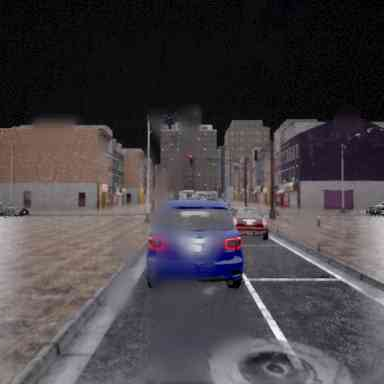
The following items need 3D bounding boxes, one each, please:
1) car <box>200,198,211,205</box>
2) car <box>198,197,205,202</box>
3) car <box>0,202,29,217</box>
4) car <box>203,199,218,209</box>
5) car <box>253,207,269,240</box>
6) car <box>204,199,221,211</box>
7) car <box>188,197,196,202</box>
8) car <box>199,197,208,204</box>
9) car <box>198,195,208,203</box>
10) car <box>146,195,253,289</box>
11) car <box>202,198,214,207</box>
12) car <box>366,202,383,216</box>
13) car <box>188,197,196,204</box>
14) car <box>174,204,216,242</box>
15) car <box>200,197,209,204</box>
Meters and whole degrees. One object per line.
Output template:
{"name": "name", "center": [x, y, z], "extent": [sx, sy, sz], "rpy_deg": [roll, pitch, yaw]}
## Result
{"name": "car", "center": [2.644, 1.813, 65.718], "extent": [1.947, 1.339, 4.313], "rpy_deg": [1, -1, 0]}
{"name": "car", "center": [2.638, 2.098, 92.906], "extent": [1.802, 1.307, 4.206], "rpy_deg": [1, -1, 0]}
{"name": "car", "center": [-16.707, 1.606, 29.297], "extent": [4.181, 1.385, 1.994], "rpy_deg": [0, -2, 0]}
{"name": "car", "center": [2.647, 1.693, 49.406], "extent": [1.947, 1.339, 4.313], "rpy_deg": [1, 0, 0]}
{"name": "car", "center": [2.659, 1.454, 17.222], "extent": [1.967, 1.590, 4.097], "rpy_deg": [2, 0, 0]}
{"name": "car", "center": [2.649, 1.662, 43.969], "extent": [1.947, 1.339, 4.313], "rpy_deg": [1, 0, 0]}
{"name": "car", "center": [-0.013, 1.852, 84.528], "extent": [1.895, 1.301, 4.718], "rpy_deg": [0, -1, 0]}
{"name": "car", "center": [2.643, 1.873, 76.763], "extent": [1.752, 1.417, 4.829], "rpy_deg": [1, -1, 0]}
{"name": "car", "center": [2.646, 1.714, 82.033], "extent": [2.192, 1.841, 5.009], "rpy_deg": [1, -1, 0]}
{"name": "car", "center": [0.041, 1.226, 9.301], "extent": [2.150, 2.045, 5.566], "rpy_deg": [0, 0, -1]}
{"name": "car", "center": [2.648, 1.689, 55.012], "extent": [1.752, 1.417, 4.829], "rpy_deg": [1, 0, 0]}
{"name": "car", "center": [19.395, 1.561, 32.024], "extent": [4.892, 1.490, 1.837], "rpy_deg": [0, -2, 0]}
{"name": "car", "center": [-0.011, 1.814, 74.070], "extent": [1.837, 1.490, 4.892], "rpy_deg": [0, -1, 0]}
{"name": "car", "center": [0.094, 1.491, 17.405], "extent": [1.882, 1.535, 5.008], "rpy_deg": [0, 0, -1]}
{"name": "car", "center": [2.644, 1.822, 71.325], "extent": [1.752, 1.417, 4.829], "rpy_deg": [1, -1, 0]}
